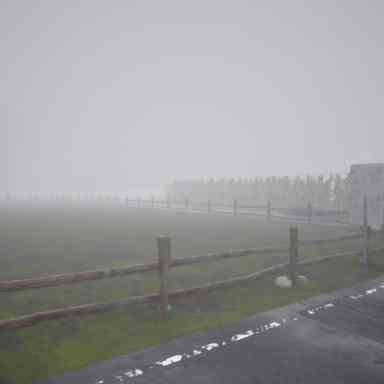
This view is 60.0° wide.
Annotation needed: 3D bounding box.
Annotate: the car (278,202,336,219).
[{"bbox_3d":[9.654,1.515,28.485,1.895,1.301,4.718,1,0,-33],"label":"car"}]
